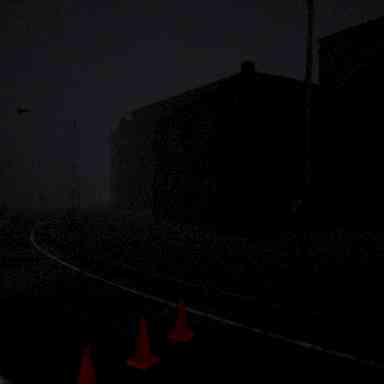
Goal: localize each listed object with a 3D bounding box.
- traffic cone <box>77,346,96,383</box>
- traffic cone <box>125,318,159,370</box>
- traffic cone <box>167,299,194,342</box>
[{"bbox_3d":[-1.173,2.014,3.702,0.340,0.580,0.340,0,-1,30],"label":"traffic cone"},{"bbox_3d":[-0.678,2.036,4.571,0.340,0.580,0.340,0,-1,30],"label":"traffic cone"},{"bbox_3d":[-0.182,2.059,5.439,0.340,0.580,0.340,0,-1,30],"label":"traffic cone"}]
